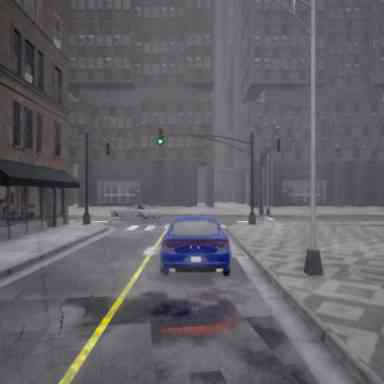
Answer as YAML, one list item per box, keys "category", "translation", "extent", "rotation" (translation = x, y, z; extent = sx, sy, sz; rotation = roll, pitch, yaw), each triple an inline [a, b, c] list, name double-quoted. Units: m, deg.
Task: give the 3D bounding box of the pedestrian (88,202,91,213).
- category: "pedestrian"
  translation: [-9.897, 1.561, 31.858]
  extent: [0.500, 1.100, 0.500]
  rotation: [0, 0, 0]

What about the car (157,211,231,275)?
- category: "car"
  translation: [0.096, 1.487, 10.565]
  extent: [1.882, 1.535, 5.008]
  rotation: [0, 0, 0]

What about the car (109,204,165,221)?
- category: "car"
  translation: [-4.602, 1.629, 27.416]
  extent: [4.718, 1.301, 1.895]
  rotation: [0, 0, 34]
